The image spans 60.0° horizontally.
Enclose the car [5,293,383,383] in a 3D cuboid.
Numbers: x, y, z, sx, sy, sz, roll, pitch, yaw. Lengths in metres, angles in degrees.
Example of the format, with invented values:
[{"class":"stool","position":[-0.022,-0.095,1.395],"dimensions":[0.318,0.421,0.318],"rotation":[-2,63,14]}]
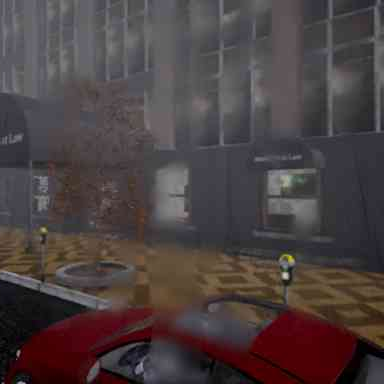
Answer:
[{"class":"car","position":[0.132,1.580,2.780],"dimensions":[4.206,1.307,1.802],"rotation":[0,0,36]}]
